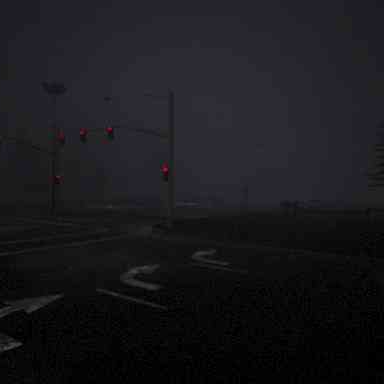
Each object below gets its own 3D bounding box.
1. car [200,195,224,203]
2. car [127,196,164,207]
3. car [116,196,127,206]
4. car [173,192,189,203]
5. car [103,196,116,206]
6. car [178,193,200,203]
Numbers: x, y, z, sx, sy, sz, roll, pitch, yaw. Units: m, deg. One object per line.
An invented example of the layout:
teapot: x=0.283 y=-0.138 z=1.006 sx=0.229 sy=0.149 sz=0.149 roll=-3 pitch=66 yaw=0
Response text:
car: x=4.193 y=1.332 z=62.371 sx=2.128 sy=1.511 sz=4.902 roll=0 pitch=0 yaw=35
car: x=-6.262 y=1.387 z=47.432 sx=2.033 sy=1.411 sz=5.357 roll=0 pitch=0 yaw=35
car: x=-8.556 y=1.314 z=50.248 sx=2.128 sy=1.511 sz=4.902 roll=0 pitch=0 yaw=35
car: x=-2.381 y=1.026 z=65.168 sx=2.150 sy=2.045 sz=5.566 roll=0 pitch=0 yaw=35
car: x=-11.673 y=1.331 z=51.888 sx=1.812 sy=1.442 sz=4.674 roll=0 pitch=0 yaw=35
car: x=0.324 y=1.370 z=62.955 sx=2.033 sy=1.411 sz=5.357 roll=0 pitch=0 yaw=35
